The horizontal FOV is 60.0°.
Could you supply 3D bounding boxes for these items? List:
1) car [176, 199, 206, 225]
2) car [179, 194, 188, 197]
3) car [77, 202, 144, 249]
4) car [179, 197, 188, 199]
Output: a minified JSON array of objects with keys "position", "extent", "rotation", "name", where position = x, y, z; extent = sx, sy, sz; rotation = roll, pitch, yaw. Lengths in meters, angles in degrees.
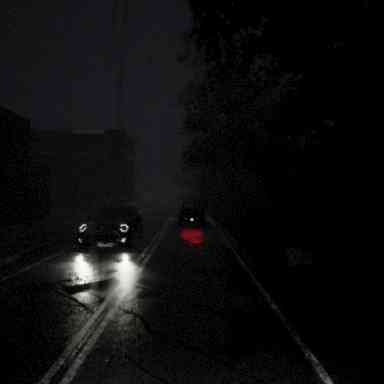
[{"position":[-0.034,1.529,24.026],"extent":[1.837,1.490,4.892],"rotation":[0,1,-1],"name":"car"},{"position":[-2.066,1.114,79.350],"extent":[1.895,1.301,4.718],"rotation":[0,1,-3],"name":"car"},{"position":[-3.386,1.371,14.573],"extent":[2.097,1.767,4.553],"rotation":[0,0,0],"name":"car"},{"position":[-0.431,1.609,42.760],"extent":[1.895,1.301,4.718],"rotation":[0,0,-2],"name":"car"}]
